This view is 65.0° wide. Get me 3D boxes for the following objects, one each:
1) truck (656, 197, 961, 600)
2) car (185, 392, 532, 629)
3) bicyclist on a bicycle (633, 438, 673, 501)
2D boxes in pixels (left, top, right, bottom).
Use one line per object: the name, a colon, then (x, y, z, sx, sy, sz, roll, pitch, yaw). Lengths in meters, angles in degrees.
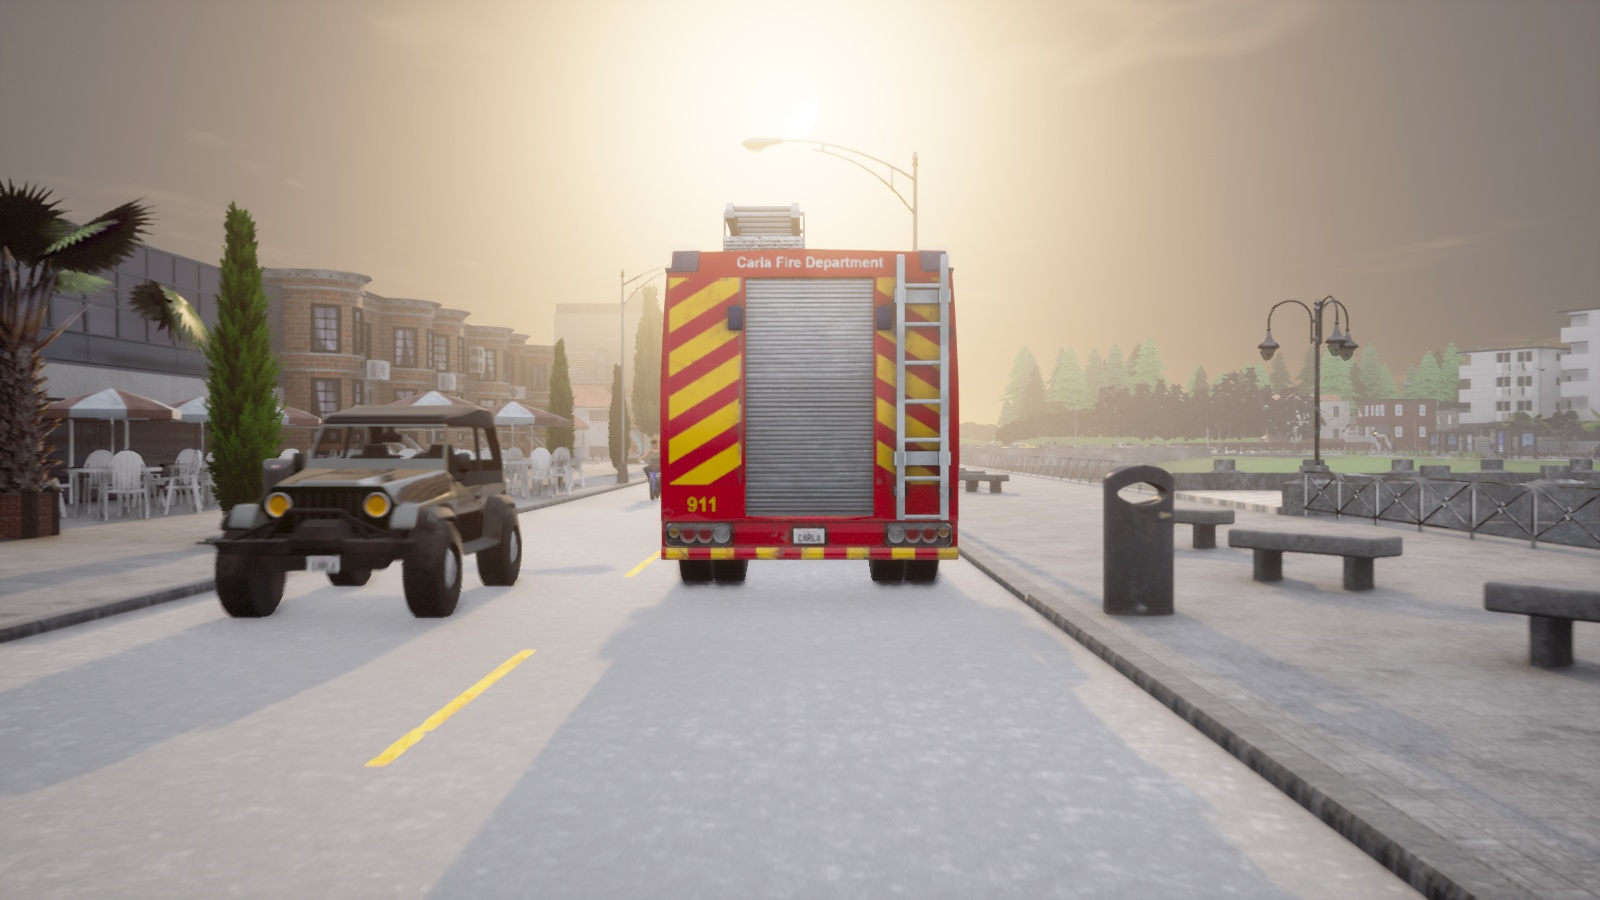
truck: (0.106, -0.509, 16.161, 2.891, 3.827, 8.468, 0, 0, 0)
car: (-3.918, 0.472, 11.902, 1.905, 1.878, 3.866, 0, 0, 0)
bicyclist on a bicycle: (-3.803, 0.496, 32.644, 0.866, 1.612, 1.509, 0, 0, 0)
